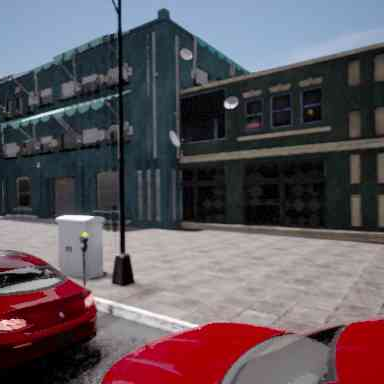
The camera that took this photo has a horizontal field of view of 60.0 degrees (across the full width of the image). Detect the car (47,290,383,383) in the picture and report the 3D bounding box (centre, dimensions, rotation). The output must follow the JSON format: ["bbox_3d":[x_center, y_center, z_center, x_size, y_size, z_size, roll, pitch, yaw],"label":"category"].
[{"bbox_3d":[1.323,1.533,1.981,4.507,1.381,1.887,0,0,35],"label":"car"}]

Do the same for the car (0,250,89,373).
[{"bbox_3d":[-3.231,1.576,5.145,4.206,1.307,1.802,0,0,35],"label":"car"}]
